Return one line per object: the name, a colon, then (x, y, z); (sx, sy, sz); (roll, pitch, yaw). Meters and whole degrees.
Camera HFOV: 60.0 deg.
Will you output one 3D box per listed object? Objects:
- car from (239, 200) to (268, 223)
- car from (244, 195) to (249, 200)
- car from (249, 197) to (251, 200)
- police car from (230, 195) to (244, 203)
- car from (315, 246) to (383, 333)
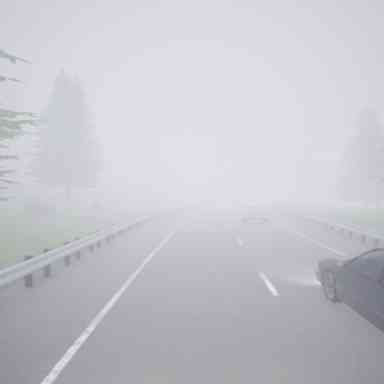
car: (5.020, 1.622, 26.798); (1.812, 1.442, 4.674); (0, 0, 5)
car: (13.291, 1.839, 88.378); (1.812, 1.442, 4.674); (0, 0, 18)
car: (15.212, 1.686, 94.016); (2.097, 1.767, 4.553); (0, 0, 19)
police car: (10.369, 1.703, 78.956); (1.930, 1.638, 5.238); (0, 0, 16)
car: (3.695, 1.571, 5.227); (2.033, 1.411, 5.357); (0, 0, 1)
